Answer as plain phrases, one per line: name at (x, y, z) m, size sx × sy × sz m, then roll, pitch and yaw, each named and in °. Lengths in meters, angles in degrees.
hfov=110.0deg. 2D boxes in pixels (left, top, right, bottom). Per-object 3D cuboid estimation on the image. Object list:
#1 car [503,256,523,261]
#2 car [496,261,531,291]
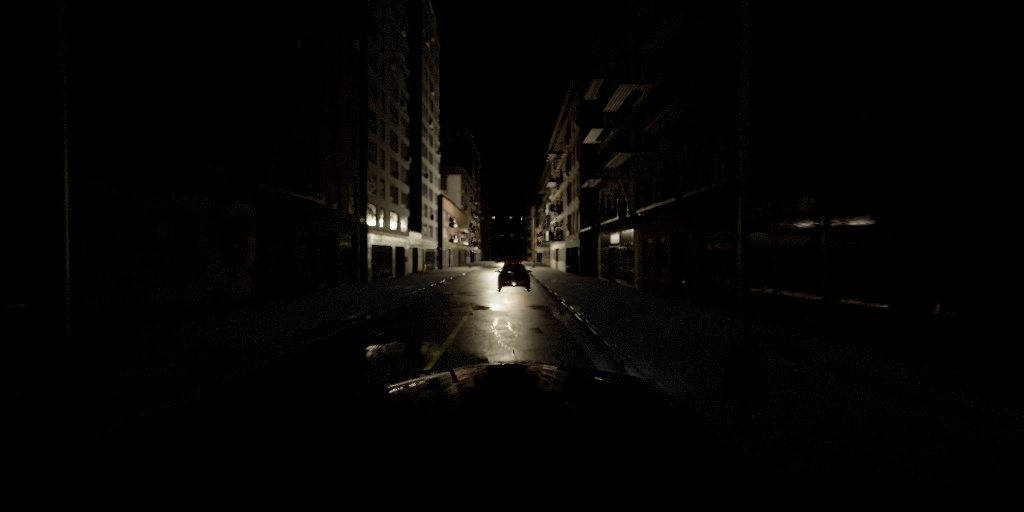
car at (0.115, 0.965, 43.284) m, size 2.150 × 2.045 × 5.566 m, roll 0°, pitch 0°, yaw 0°
car at (0.108, 1.255, 21.921) m, size 1.837 × 1.490 × 4.892 m, roll 0°, pitch 0°, yaw 0°
